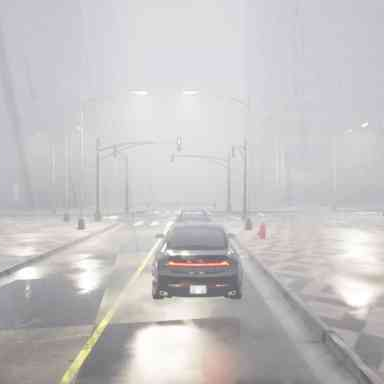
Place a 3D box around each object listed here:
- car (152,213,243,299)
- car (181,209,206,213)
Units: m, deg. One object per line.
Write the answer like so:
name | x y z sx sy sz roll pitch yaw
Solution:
car | 0.100 1.502 8.391 1.837 1.490 4.892 0 0 0
car | 0.059 1.556 17.294 1.994 1.385 4.181 0 0 1
